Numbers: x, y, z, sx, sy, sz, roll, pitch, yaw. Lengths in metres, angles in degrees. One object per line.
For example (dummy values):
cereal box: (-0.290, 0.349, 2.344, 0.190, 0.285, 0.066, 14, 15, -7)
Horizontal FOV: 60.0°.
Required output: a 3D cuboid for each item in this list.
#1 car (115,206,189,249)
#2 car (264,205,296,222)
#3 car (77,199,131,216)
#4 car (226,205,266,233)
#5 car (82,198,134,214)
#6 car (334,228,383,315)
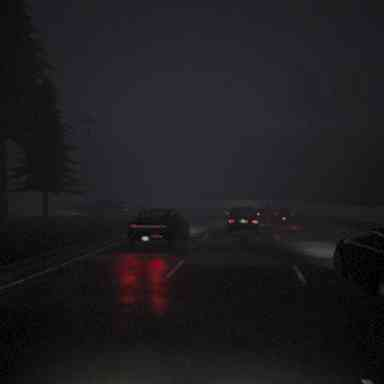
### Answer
car: (-1.324, 1.489, 14.568, 2.128, 1.511, 4.902, 0, 0, 9)
car: (6.277, 1.659, 26.592, 1.895, 1.301, 4.718, 0, 0, -12)
car: (-8.605, 1.459, 32.040, 4.892, 1.490, 1.837, 0, -2, 12)
car: (3.009, 1.579, 19.778, 2.033, 1.411, 5.357, 0, 0, 8)
car: (-8.901, 1.445, 35.454, 4.902, 1.511, 2.128, 0, 0, 8)
car: (4.590, 1.528, 7.286, 2.128, 1.511, 4.902, 0, 0, 9)
